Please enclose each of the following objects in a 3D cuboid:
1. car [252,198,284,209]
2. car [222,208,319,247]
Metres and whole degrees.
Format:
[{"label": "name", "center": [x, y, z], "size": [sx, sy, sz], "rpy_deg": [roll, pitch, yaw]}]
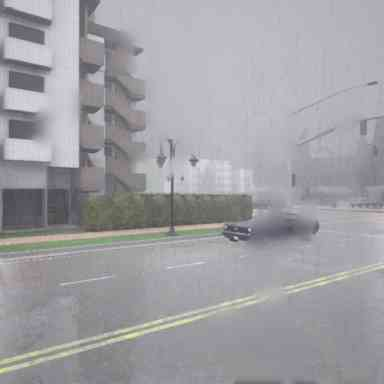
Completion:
[{"label": "car", "center": [9.025, 1.502, 40.914], "size": [1.837, 1.490, 4.892], "rpy_deg": [0, 0, -37]}, {"label": "car", "center": [3.615, 1.600, 15.076], "size": [4.718, 1.301, 1.895], "rpy_deg": [0, 0, -36]}]
